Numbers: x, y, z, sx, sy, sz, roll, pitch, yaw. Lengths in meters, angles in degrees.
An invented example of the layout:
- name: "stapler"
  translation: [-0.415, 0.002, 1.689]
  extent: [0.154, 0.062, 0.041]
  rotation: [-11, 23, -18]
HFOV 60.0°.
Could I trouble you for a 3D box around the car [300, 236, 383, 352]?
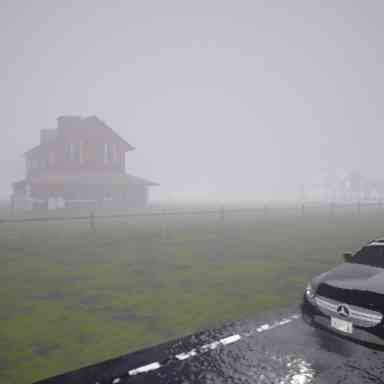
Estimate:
- name: "car"
  translation: [3.872, 1.520, 5.824]
  extent: [4.674, 1.442, 1.812]
  rotation: [0, 0, -36]
